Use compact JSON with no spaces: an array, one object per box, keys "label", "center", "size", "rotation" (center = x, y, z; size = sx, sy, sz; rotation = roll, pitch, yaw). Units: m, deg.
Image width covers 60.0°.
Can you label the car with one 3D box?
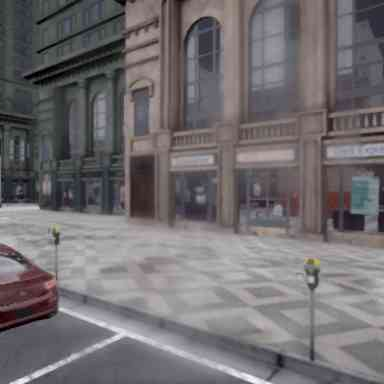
[{"label":"car","center":[-4.041,1.535,5.893],"size":[4.206,1.307,1.802],"rotation":[1,0,36]}]
